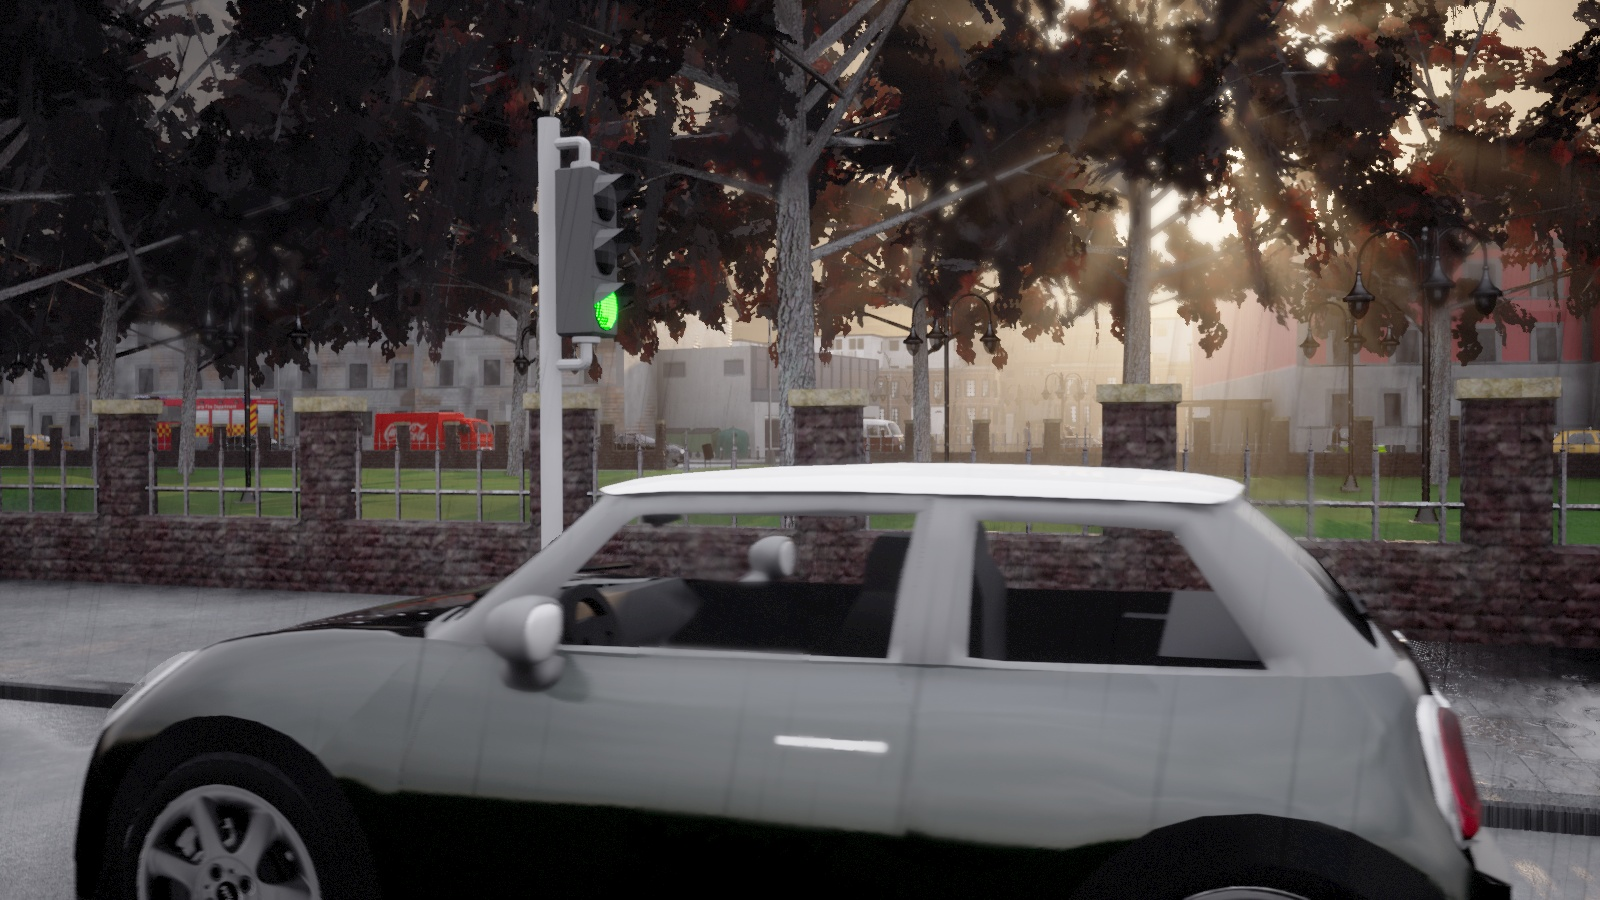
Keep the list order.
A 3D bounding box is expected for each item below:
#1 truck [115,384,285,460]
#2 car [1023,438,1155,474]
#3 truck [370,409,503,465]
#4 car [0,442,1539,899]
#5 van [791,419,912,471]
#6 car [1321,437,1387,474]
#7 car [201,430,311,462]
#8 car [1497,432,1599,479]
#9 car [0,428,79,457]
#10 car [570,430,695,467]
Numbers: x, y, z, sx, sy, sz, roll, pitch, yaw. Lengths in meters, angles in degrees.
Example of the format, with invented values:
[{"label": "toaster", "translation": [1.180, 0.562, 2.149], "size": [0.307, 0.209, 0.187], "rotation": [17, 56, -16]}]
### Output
[{"label": "truck", "translation": [-31.715, -1.480, 66.346], "size": [8.468, 3.827, 2.891], "rotation": [0, 1, 19]}, {"label": "car", "translation": [11.014, 0.207, 47.800], "size": [4.718, 1.301, 1.895], "rotation": [0, 1, 19]}, {"label": "truck", "translation": [-16.495, -0.609, 57.038], "size": [5.204, 2.467, 2.627], "rotation": [0, 1, 18]}, {"label": "car", "translation": [-0.184, 0.732, 3.781], "size": [3.806, 1.475, 1.970], "rotation": [0, 1, 18]}, {"label": "van", "translation": [2.111, -0.244, 50.791], "size": [4.480, 2.038, 2.069], "rotation": [0, 1, 19]}, {"label": "car", "translation": [21.374, 0.182, 48.533], "size": [2.207, 1.376, 1.481], "rotation": [1, 1, 19]}, {"label": "car", "translation": [-26.099, -0.197, 60.264], "size": [4.892, 1.490, 1.837], "rotation": [0, 1, 19]}, {"label": "car", "translation": [26.807, 0.177, 42.499], "size": [5.366, 1.575, 1.801], "rotation": [0, 1, 19]}, {"label": "car", "translation": [-43.008, -0.431, 70.146], "size": [5.008, 1.535, 1.882], "rotation": [0, 1, 19]}, {"label": "car", "translation": [-7.182, -0.089, 53.922], "size": [4.902, 1.511, 2.128], "rotation": [0, 1, 19]}]
